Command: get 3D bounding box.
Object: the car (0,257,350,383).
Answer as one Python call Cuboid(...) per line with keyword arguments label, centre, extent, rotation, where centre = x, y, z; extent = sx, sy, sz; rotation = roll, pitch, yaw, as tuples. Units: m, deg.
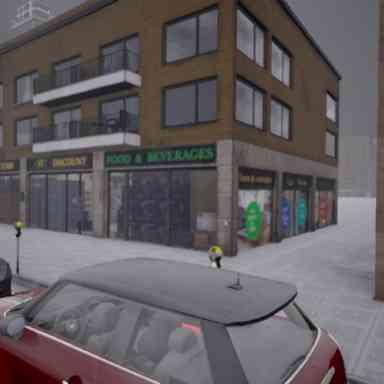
Cuboid(label="car", centre=(-0.717, 1.405, 3.315), extent=(4.097, 1.590, 1.967), rotation=(1, 1, 35))
